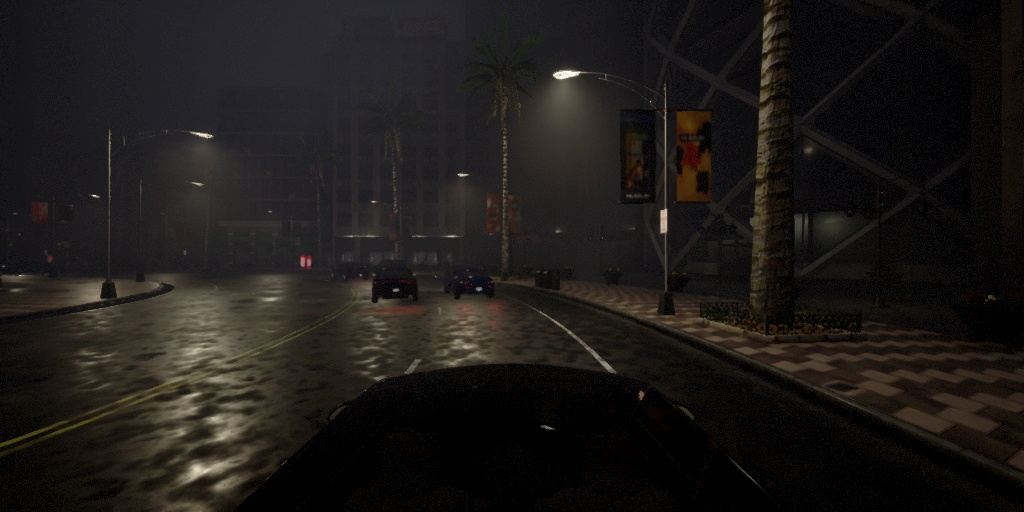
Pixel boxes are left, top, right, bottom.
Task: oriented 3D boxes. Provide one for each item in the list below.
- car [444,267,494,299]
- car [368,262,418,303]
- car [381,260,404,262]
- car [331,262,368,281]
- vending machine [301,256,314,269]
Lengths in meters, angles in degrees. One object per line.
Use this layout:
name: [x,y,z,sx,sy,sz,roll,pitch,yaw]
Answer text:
car: [-2.208,1.283,18.005,1.812,1.442,4.674,0,0,-19]
car: [-5.515,1.235,16.859,1.882,1.535,5.008,0,0,-19]
car: [-11.132,1.116,32.594,2.097,1.767,4.553,0,0,-44]
car: [-13.678,1.266,30.192,1.837,1.490,4.892,0,0,-44]
vending machine: [-30.042,0.944,52.301,0.880,2.100,1.100,0,0,17]
